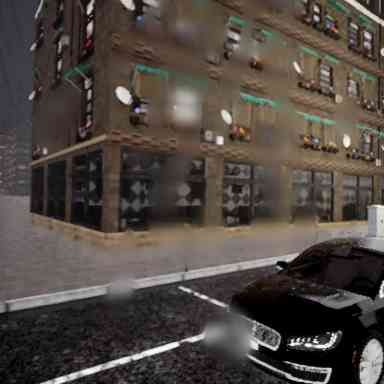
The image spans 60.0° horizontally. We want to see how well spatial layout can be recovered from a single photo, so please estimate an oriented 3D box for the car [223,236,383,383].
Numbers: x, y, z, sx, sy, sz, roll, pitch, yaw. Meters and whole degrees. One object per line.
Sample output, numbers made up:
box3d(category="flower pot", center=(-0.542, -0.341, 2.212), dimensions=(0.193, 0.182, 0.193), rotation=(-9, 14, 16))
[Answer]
box3d(category="car", center=(2.676, 1.535, 5.291), dimensions=(4.892, 1.490, 1.837), rotation=(0, 0, -36))
